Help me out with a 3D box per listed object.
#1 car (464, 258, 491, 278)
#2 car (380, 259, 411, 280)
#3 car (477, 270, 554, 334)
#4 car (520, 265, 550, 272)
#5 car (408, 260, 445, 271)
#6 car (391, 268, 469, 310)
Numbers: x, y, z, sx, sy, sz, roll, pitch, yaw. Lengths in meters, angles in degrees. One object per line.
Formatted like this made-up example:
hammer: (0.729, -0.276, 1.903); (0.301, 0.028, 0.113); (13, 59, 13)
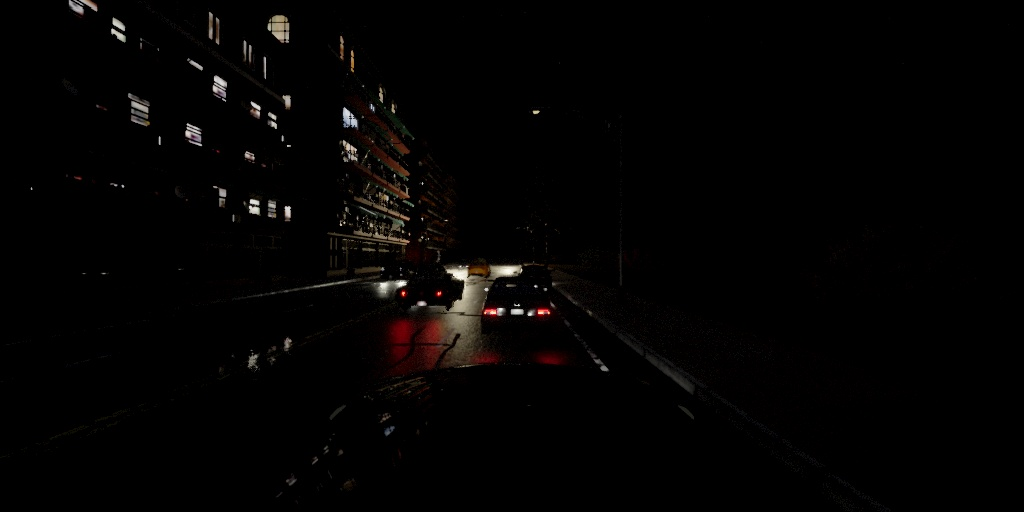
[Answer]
car: (-3.089, 1.229, 34.107); (1.882, 1.535, 5.008); (0, 0, 0)
car: (-9.797, 1.104, 31.203); (2.097, 1.767, 4.553); (0, 0, 0)
car: (0.117, 1.299, 10.551); (2.033, 1.411, 5.357); (0, 0, 0)
car: (1.171, 1.257, 20.240); (1.837, 1.490, 4.892); (0, 0, 0)
car: (-6.551, 1.257, 28.939); (1.837, 1.490, 4.892); (0, 0, 0)
car: (-3.129, 1.352, 14.709); (1.895, 1.301, 4.718); (0, 0, 0)
